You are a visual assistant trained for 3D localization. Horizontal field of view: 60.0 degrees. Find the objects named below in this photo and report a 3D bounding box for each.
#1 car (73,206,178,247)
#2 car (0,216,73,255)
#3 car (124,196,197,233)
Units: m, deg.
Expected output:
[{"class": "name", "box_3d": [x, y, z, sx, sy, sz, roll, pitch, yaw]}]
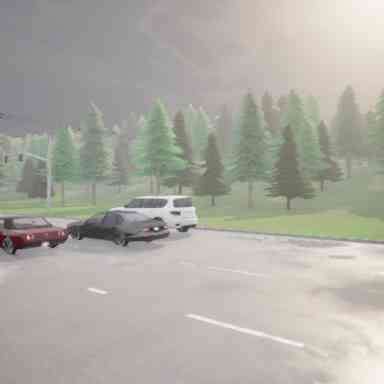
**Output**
[{"class": "car", "box_3d": [-3.494, 1.549, 15.063, 5.357, 1.411, 2.033, 0, 0, 36]}, {"class": "car", "box_3d": [-7.117, 1.603, 13.356, 4.718, 1.301, 1.895, 0, 0, 36]}, {"class": "car", "box_3d": [-2.321, 1.223, 18.532, 5.566, 2.045, 2.150, 0, 0, 36]}]
